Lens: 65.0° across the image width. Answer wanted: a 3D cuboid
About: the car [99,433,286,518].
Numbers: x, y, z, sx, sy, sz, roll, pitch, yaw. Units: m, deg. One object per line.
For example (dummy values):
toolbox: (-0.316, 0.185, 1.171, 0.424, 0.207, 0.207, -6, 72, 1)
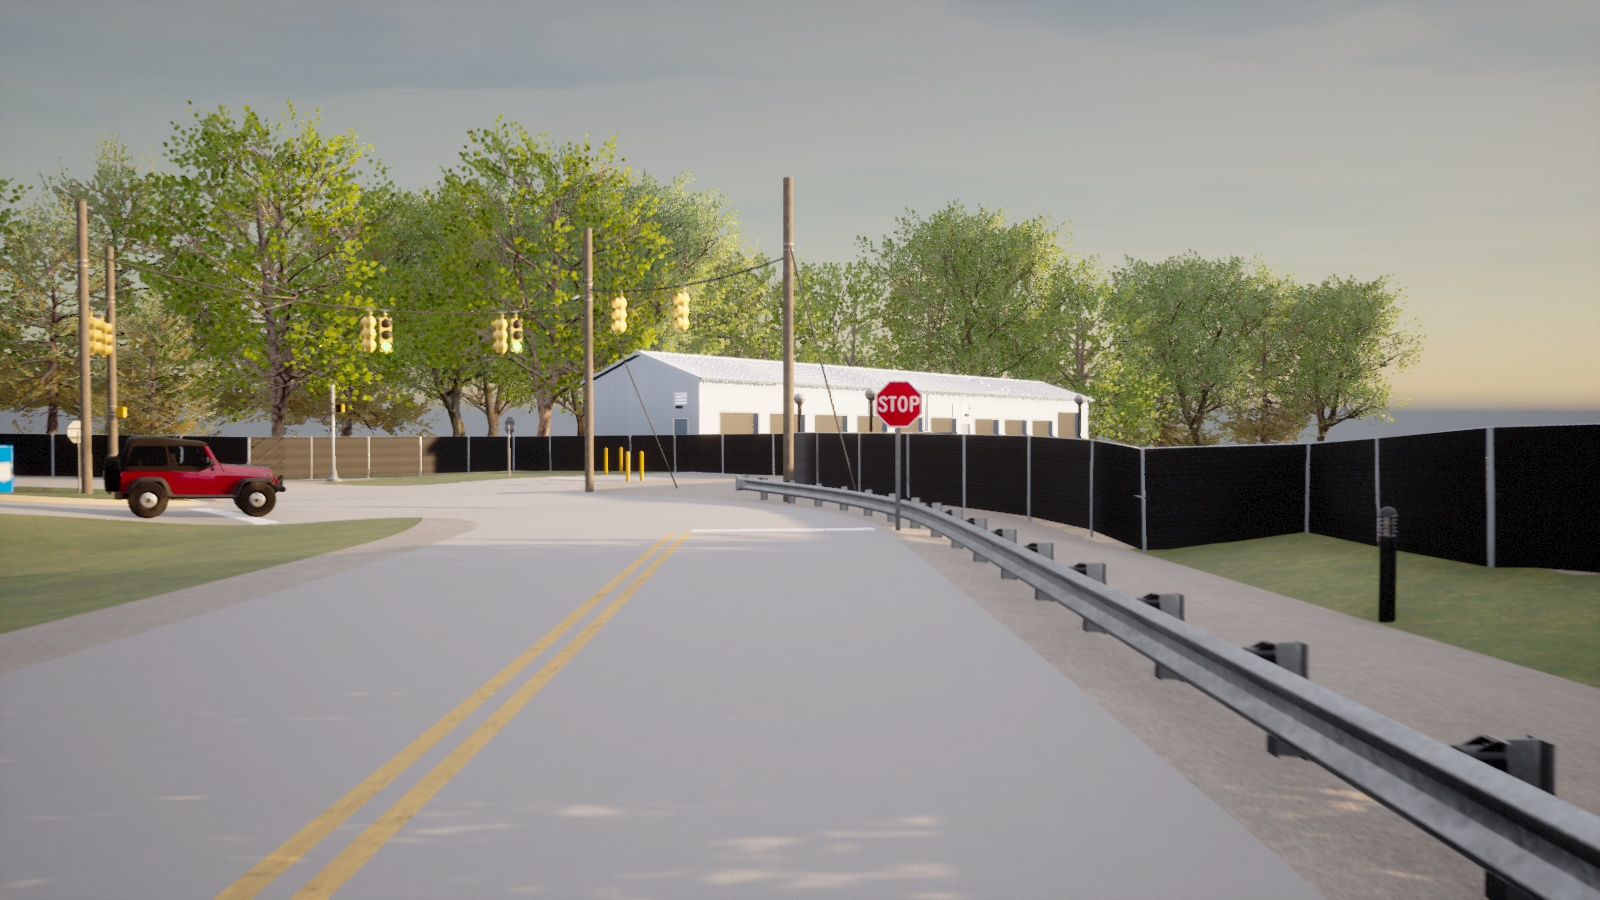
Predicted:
car: (-14.425, 0.591, 29.856, 3.866, 1.878, 1.905, 1, 1, -28)
